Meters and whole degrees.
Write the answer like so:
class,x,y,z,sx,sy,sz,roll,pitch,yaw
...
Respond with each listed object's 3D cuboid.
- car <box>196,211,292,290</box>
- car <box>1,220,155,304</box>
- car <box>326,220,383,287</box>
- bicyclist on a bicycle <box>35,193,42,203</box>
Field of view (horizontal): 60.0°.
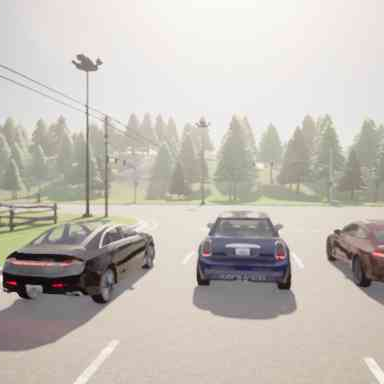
class,x,y,z,sx,sy,sz,roll,pitch,yaw
car,1.440,1.281,9.206,2.097,1.767,4.553,0,0,10
car,-2.299,1.433,8.098,2.128,1.511,4.902,0,0,10
car,4.923,1.454,8.807,1.812,1.442,4.674,0,0,10
bicyclist on a bicycle,-24.527,0.936,53.080,0.582,1.620,1.656,0,1,10
